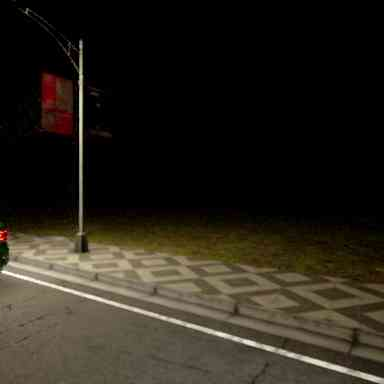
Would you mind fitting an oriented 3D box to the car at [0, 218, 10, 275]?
[{"bbox_3d":[-6.941,1.205,8.639,5.566,2.045,2.150,0,0,35],"label":"car"}]
